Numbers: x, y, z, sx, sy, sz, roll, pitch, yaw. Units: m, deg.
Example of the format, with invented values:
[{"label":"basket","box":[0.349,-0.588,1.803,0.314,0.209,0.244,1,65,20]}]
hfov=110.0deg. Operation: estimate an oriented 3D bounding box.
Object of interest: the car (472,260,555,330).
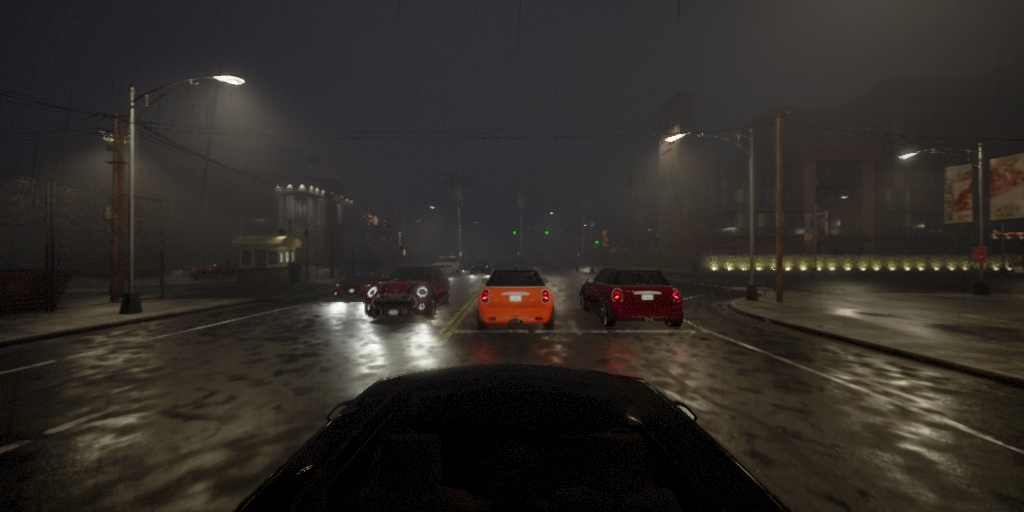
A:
[{"label":"car","box":[0.098,1.121,11.398,2.097,1.767,4.553,0,0,0]}]

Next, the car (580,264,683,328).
[{"label":"car","box":[3.598,1.122,11.625,2.097,1.767,4.553,0,0,0]}]

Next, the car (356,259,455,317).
[{"label":"car","box":[-3.595,1.125,13.124,2.097,1.767,4.553,0,0,0]}]

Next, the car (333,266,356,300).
[{"label":"car","box":[-7.092,1.347,17.844,1.994,1.385,4.181,0,0,0]}]

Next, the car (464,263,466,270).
[{"label":"car","box":[-5.742,1.360,53.213,1.837,1.490,4.892,0,0,14]}]

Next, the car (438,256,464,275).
[{"label":"car","box":[-6.988,1.048,38.535,2.150,2.045,5.566,0,0,1]}]

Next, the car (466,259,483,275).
[{"label":"car","box":[-3.426,1.182,40.144,2.097,1.767,4.553,0,0,2]}]

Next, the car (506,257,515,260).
[{"label":"car","box":[-1.550,1.338,55.375,1.882,1.535,5.008,0,0,17]}]
